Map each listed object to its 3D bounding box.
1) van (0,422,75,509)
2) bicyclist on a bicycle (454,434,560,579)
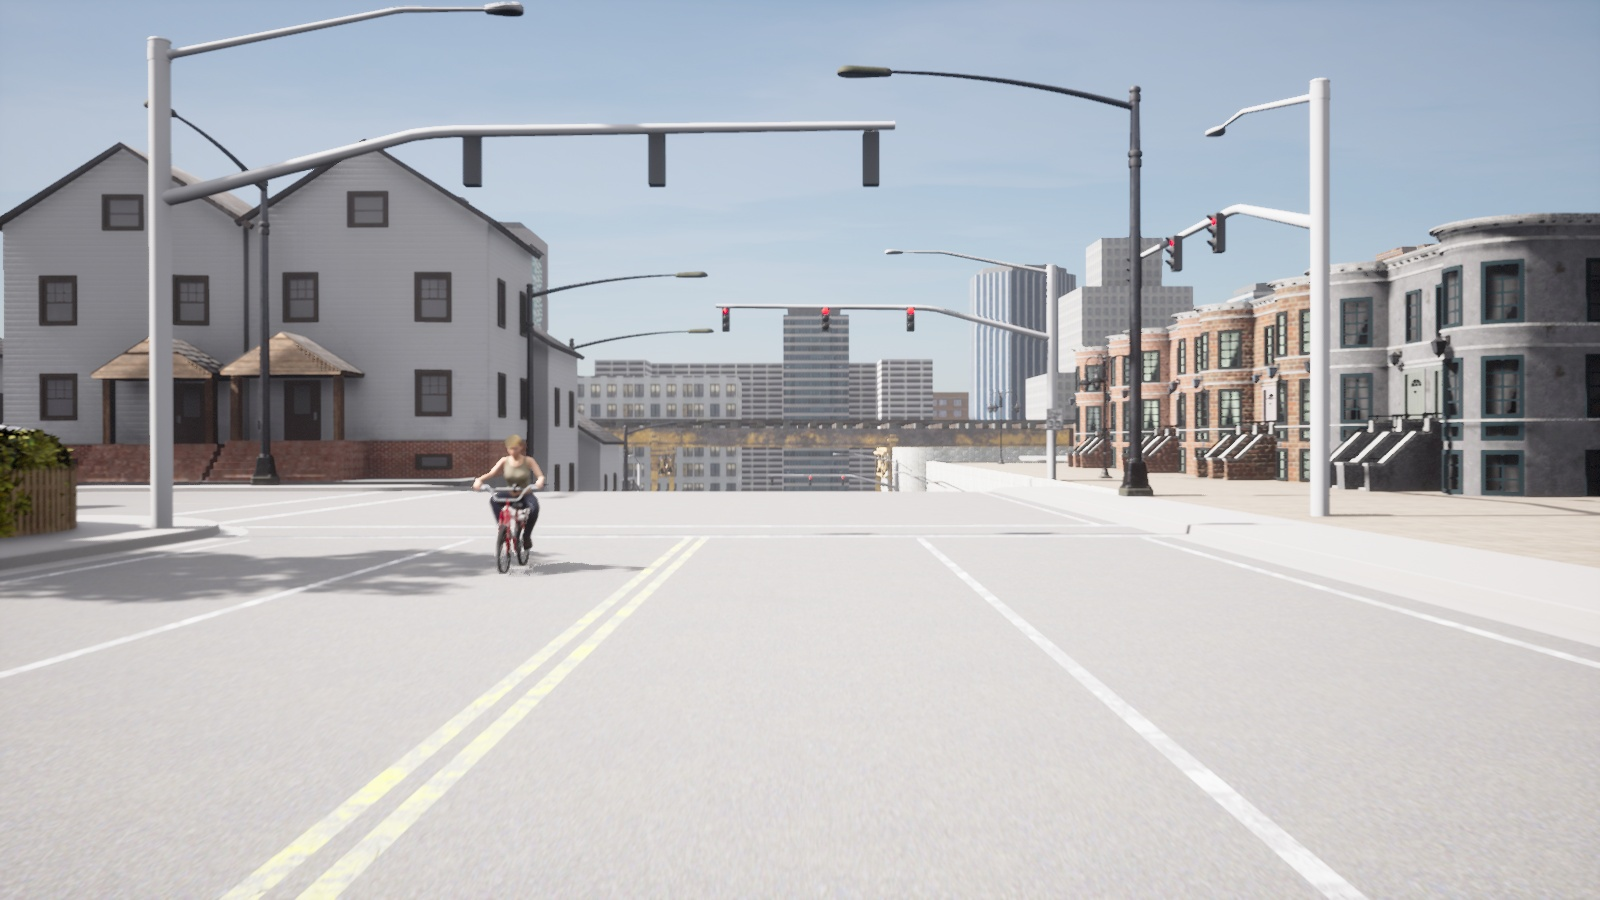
[{"bbox_3d":[-20.447,0.371,30.515,4.480,2.038,2.069,0,0,1],"label":"van"},{"bbox_3d":[-3.400,0.624,14.715,0.866,1.612,1.509,0,0,1],"label":"bicyclist on a bicycle"}]
